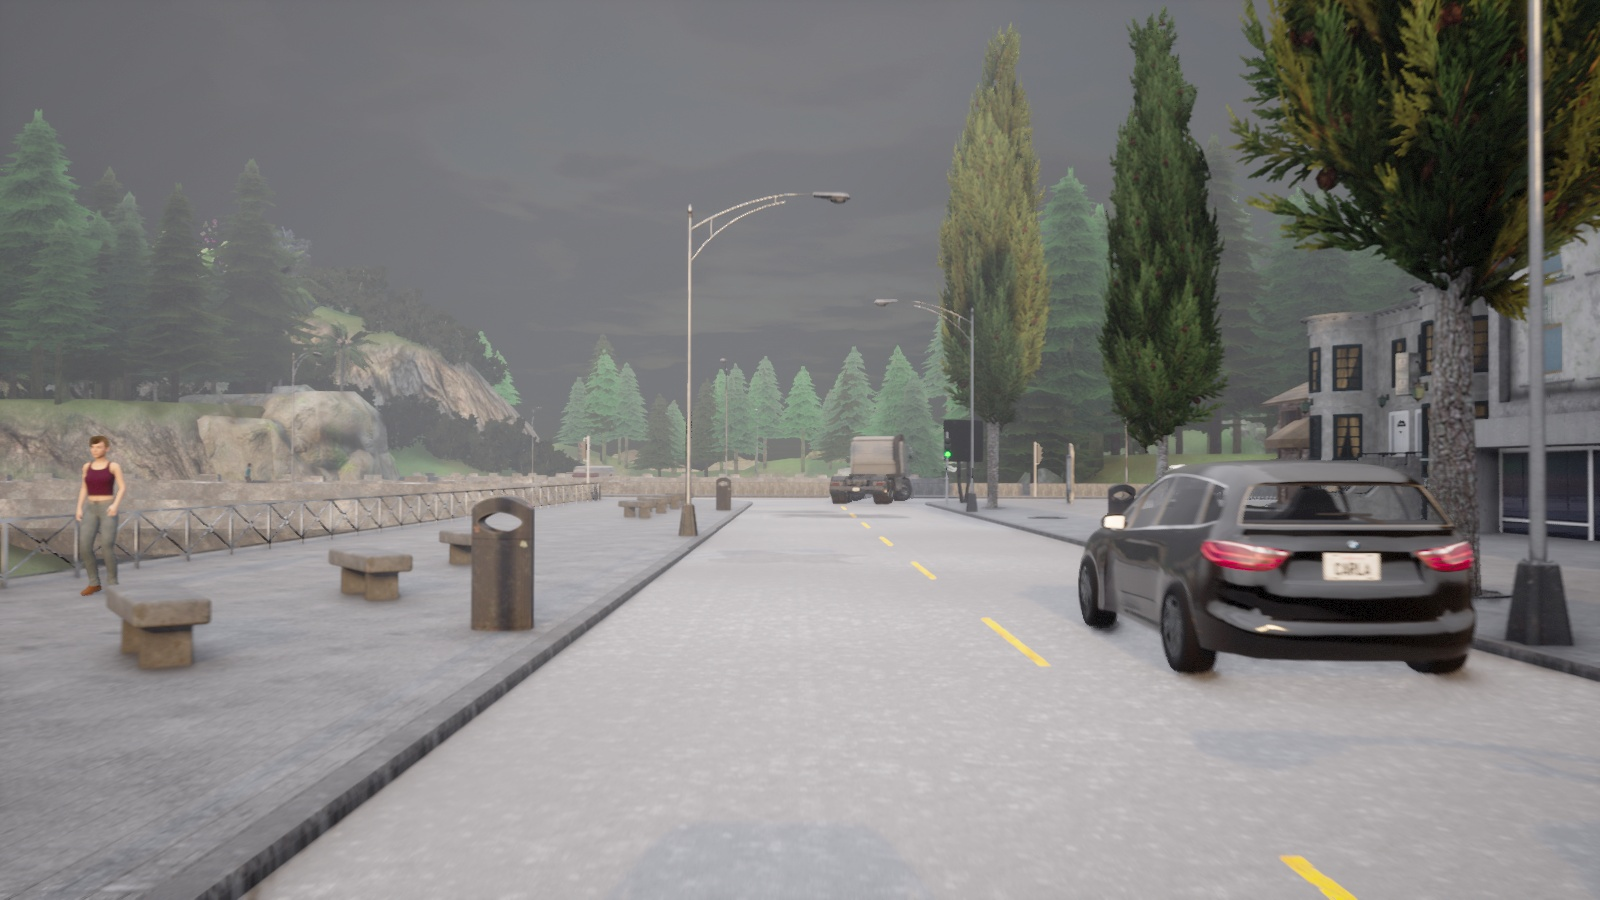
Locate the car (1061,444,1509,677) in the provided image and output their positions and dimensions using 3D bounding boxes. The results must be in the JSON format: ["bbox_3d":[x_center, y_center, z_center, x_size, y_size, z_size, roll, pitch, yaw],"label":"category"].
[{"bbox_3d":[3.969,0.833,11.345,2.242,1.667,4.611,0,-1,0],"label":"car"}]

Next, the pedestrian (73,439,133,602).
[{"bbox_3d":[-7.988,0.798,14.411,0.345,1.836,0.594,0,-1,0],"label":"pedestrian"}]

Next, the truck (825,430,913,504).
[{"bbox_3d":[3.601,0.870,62.979,2.891,3.462,7.936,-1,-1,14],"label":"truck"}]
